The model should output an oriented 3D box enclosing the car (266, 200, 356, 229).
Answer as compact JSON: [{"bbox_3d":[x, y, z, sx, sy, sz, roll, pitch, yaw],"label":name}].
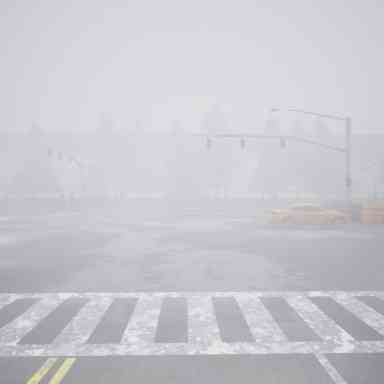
[{"bbox_3d":[7.262,1.477,21.059,5.008,1.535,1.882,0,0,-2],"label":"car"}]
